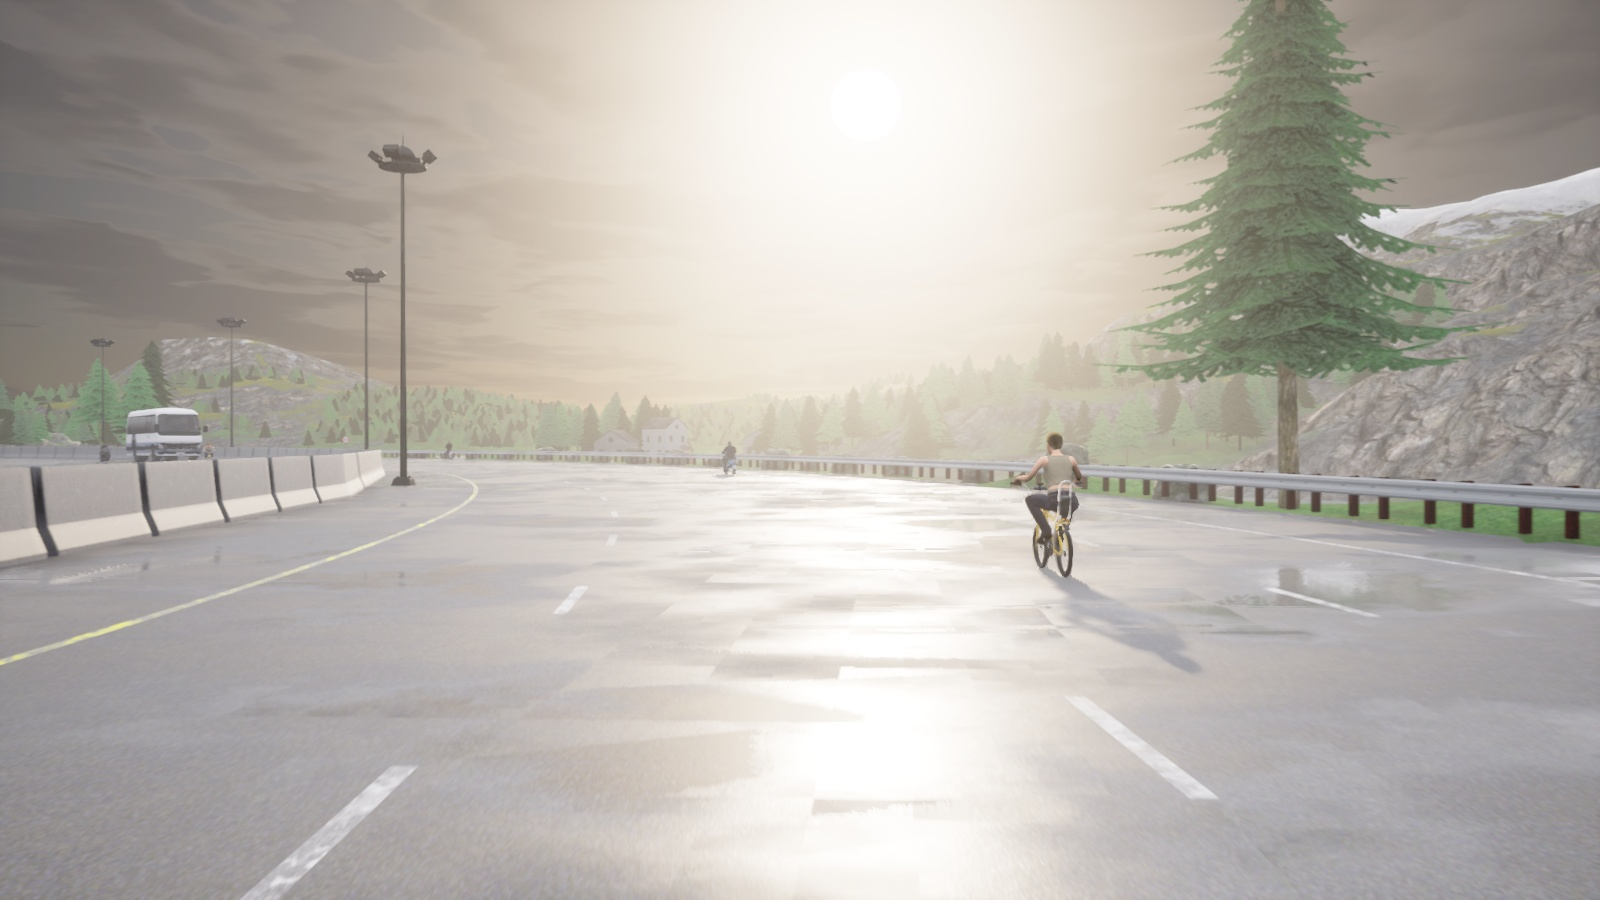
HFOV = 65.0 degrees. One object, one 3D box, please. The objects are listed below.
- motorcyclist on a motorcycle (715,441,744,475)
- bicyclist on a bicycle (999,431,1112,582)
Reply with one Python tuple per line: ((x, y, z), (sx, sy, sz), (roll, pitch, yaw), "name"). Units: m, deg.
((-3.329, 0.366, 58.906), (0.866, 1.590, 1.817), (-1, 1, -20), "motorcyclist on a motorcycle")
((2.871, 0.604, 14.261), (0.866, 1.612, 1.509), (0, 0, -5), "bicyclist on a bicycle")
